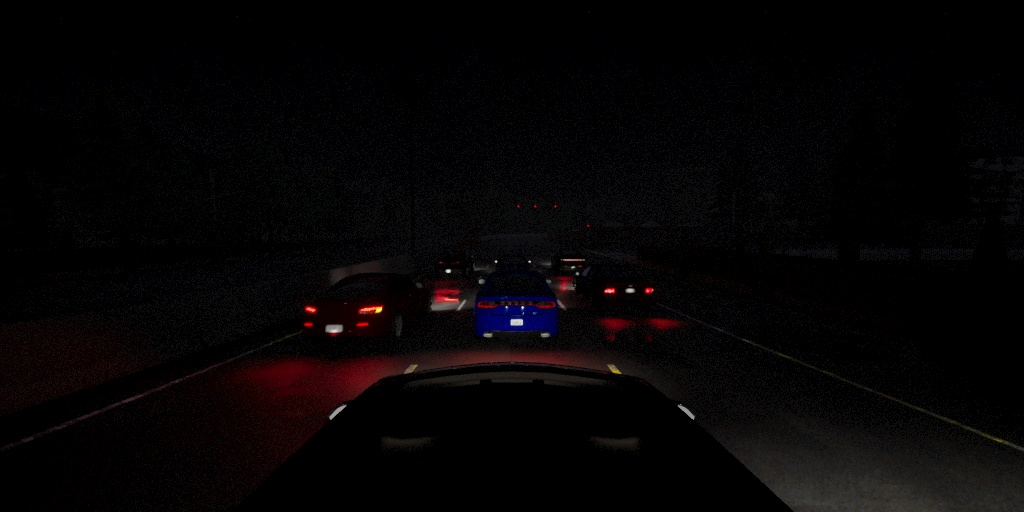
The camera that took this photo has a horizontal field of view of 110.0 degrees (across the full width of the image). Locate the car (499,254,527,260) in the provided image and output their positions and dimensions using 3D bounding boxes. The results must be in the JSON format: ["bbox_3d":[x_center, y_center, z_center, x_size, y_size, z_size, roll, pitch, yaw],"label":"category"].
[{"bbox_3d":[0.055,0.606,19.294,2.033,1.411,5.357,0,4,0],"label":"car"}]

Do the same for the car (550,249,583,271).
[{"bbox_3d":[3.577,0.283,23.134,2.128,1.511,4.902,0,4,1],"label":"car"}]

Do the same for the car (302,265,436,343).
[{"bbox_3d":[-3.411,1.143,9.160,1.812,1.442,4.674,0,2,0],"label":"car"}]

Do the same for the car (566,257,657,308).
[{"bbox_3d":[3.579,0.980,13.405,2.033,1.411,5.357,0,3,0],"label":"car"}]

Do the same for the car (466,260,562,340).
[{"bbox_3d":[0.089,1.078,9.587,1.882,1.535,5.008,0,2,0],"label":"car"}]

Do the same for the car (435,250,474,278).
[{"bbox_3d":[-3.457,0.387,21.809,1.837,1.490,4.892,0,4,0],"label":"car"}]
